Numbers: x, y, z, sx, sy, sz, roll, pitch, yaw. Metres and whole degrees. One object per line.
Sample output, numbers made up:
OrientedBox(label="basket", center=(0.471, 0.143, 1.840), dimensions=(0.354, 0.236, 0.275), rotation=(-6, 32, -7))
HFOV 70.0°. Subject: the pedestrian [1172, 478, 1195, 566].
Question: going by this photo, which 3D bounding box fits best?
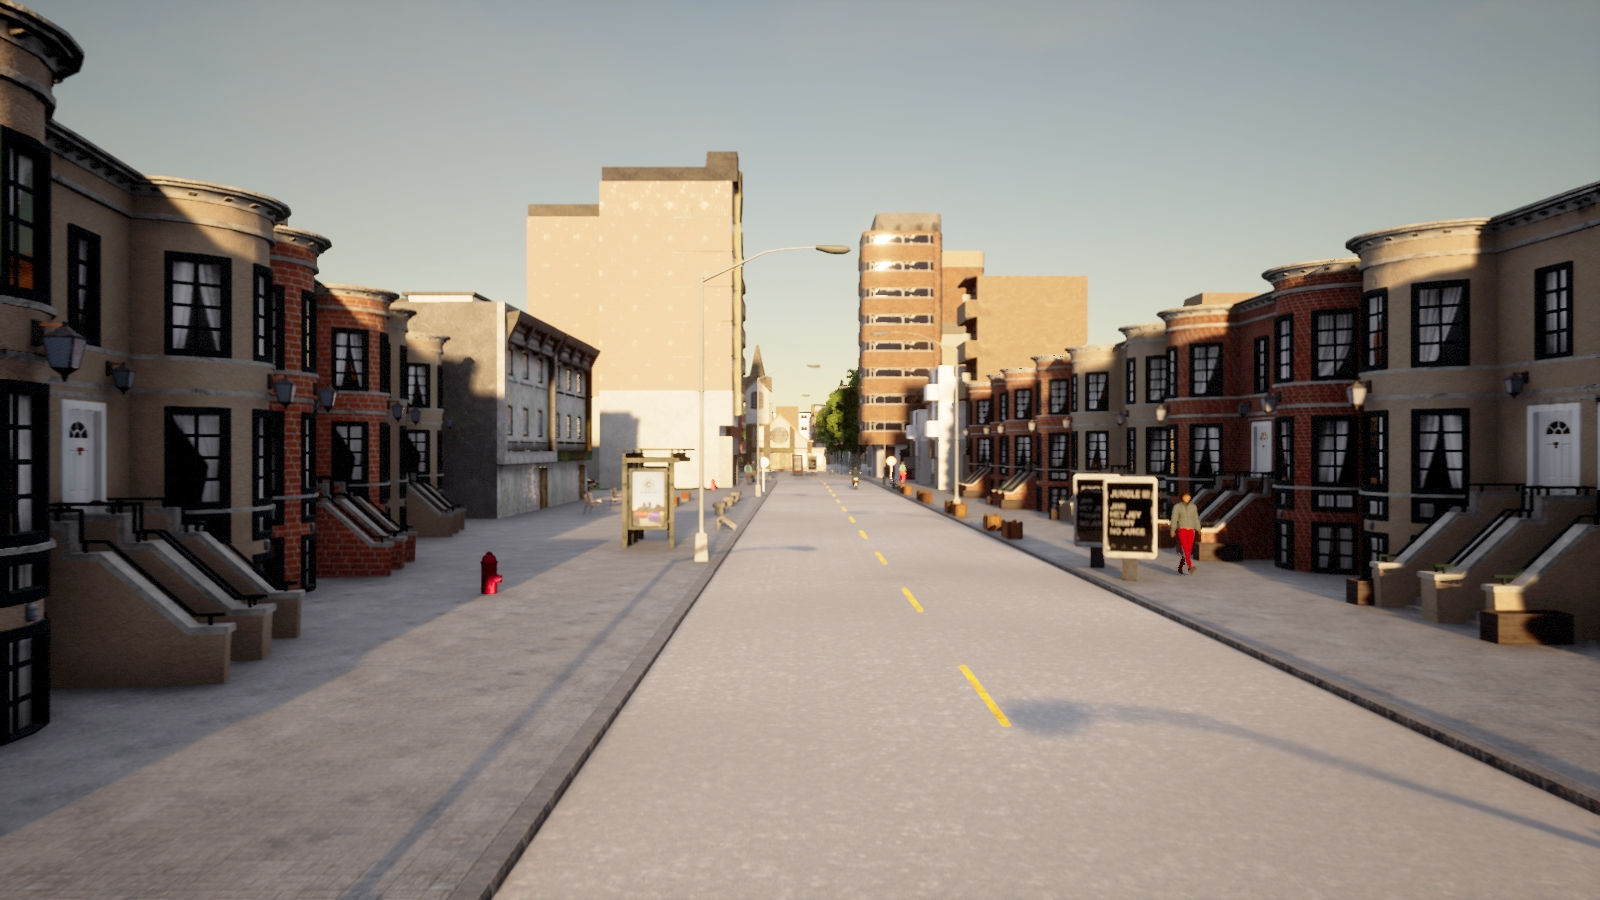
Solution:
OrientedBox(label="pedestrian", center=(8.170, 1.525, 24.349), dimensions=(0.375, 1.860, 0.375), rotation=(0, 0, 1))
